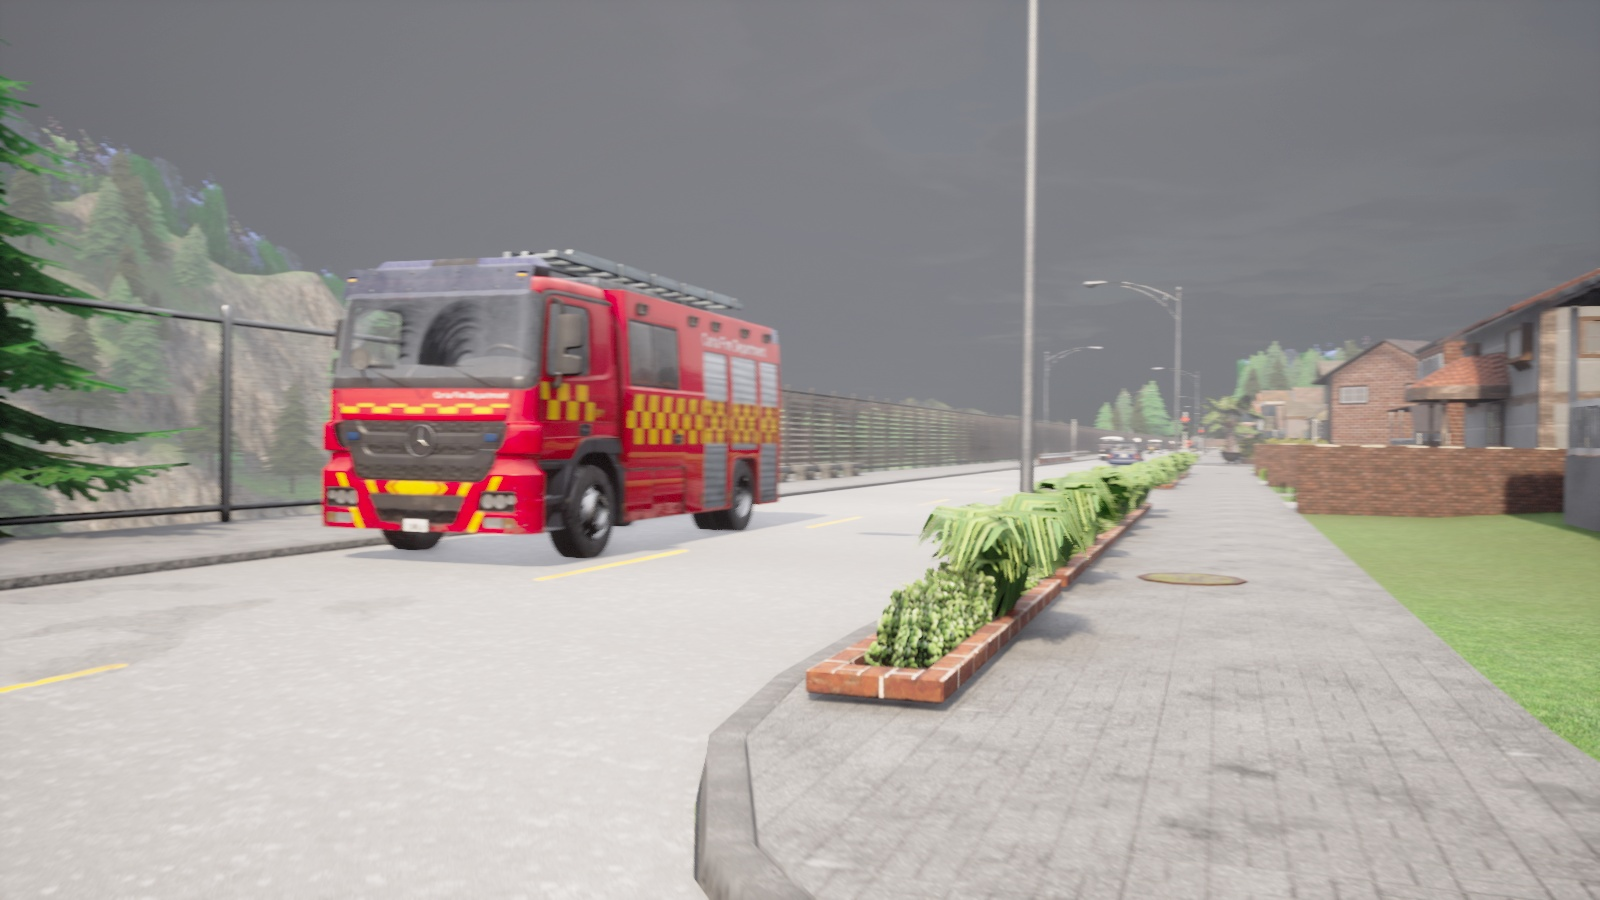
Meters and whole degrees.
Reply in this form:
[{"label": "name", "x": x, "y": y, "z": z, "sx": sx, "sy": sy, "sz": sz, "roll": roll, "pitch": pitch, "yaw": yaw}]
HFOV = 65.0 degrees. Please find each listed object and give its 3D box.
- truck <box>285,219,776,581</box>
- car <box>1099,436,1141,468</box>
[{"label": "truck", "x": -3.107, "y": -0.567, "z": 17.762, "sx": 2.891, "sy": 3.827, "sz": 8.468, "roll": 0, "pitch": 1, "yaw": 18}, {"label": "car", "x": 16.398, "y": 0.079, "z": 64.250, "sx": 1.789, "sy": 1.549, "sz": 3.705, "roll": 0, "pitch": 1, "yaw": 18}]
